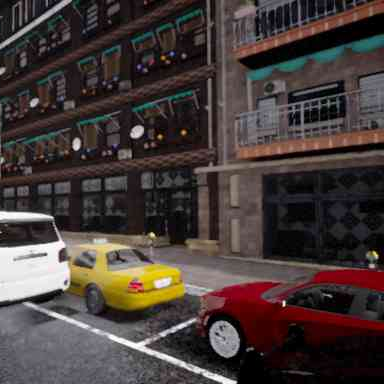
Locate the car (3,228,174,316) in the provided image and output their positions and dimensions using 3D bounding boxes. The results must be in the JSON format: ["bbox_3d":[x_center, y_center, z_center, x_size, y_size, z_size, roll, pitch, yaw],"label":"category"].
[{"bbox_3d":[-2.415,1.788,7.957,4.829,1.417,1.752,-1,-4,37],"label":"car"}]

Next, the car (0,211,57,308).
[{"bbox_3d":[-5.175,1.447,7.545,5.566,2.045,2.150,-1,-2,33],"label":"car"}]

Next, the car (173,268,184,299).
[{"bbox_3d":[2.115,1.729,4.494,4.507,1.381,1.887,-1,-4,37],"label":"car"}]

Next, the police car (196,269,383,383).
[{"bbox_3d":[2.600,1.515,1.597,5.238,1.638,1.930,-1,-3,42],"label":"police car"}]
